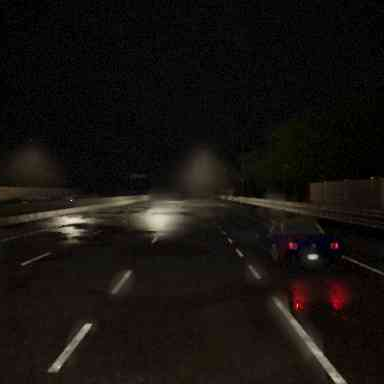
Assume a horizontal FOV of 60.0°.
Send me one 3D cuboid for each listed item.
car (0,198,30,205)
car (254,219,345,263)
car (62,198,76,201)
[{"bbox_3d":[-21.125,1.508,39.806,1.837,1.490,4.892,0,-1,0],"label":"car"},{"bbox_3d":[3.503,1.602,11.892,1.895,1.301,4.718,0,0,0],"label":"car"},{"bbox_3d":[-17.591,1.576,47.803,1.994,1.385,4.181,0,0,0],"label":"car"}]
